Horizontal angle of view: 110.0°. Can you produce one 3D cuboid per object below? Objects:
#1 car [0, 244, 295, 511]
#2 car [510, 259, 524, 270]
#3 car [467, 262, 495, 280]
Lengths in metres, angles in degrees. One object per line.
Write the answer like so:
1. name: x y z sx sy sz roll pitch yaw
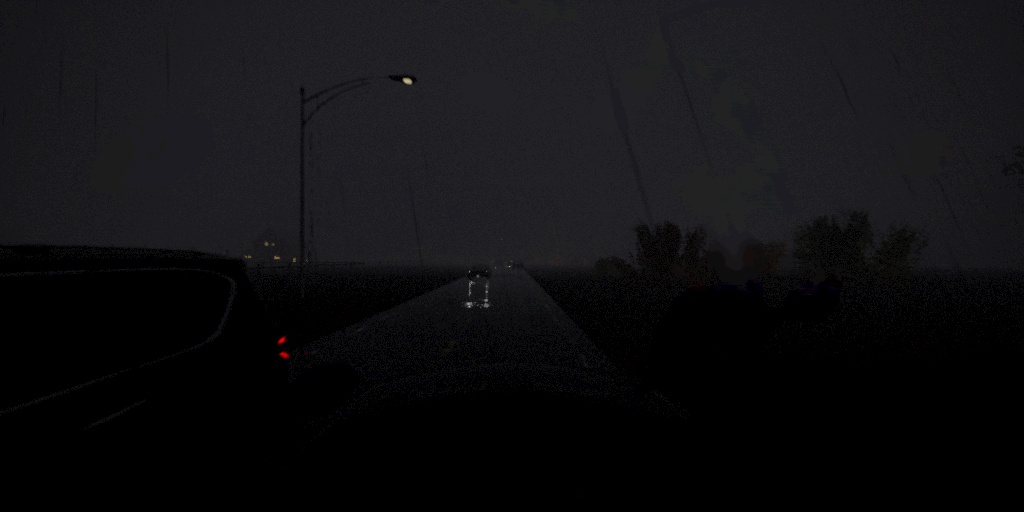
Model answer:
1. car: -2.840 0.970 0.623 2.150 2.045 5.566 0 0 0
2. car: 0.975 1.360 57.435 1.882 1.535 5.008 0 0 0
3. car: -2.840 1.382 32.172 1.895 1.301 4.718 0 0 0
